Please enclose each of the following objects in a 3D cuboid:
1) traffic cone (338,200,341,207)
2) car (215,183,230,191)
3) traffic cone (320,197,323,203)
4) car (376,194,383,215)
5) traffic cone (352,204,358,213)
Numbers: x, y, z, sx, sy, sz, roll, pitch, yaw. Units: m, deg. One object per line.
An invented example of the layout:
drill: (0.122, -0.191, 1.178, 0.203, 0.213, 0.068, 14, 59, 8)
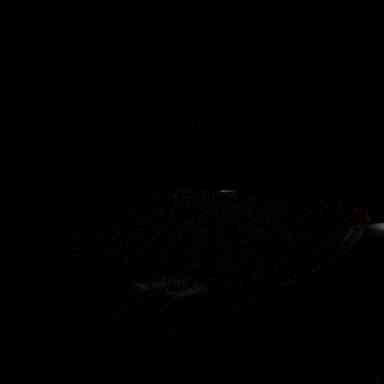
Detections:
traffic cone: (12.245, 0.960, 27.593, 0.340, 0.580, 0.340, -1, 2, 8)
car: (6.539, -1.093, 71.926, 1.837, 1.490, 4.892, -2, 2, -19)
traffic cone: (12.585, 0.780, 32.234, 0.340, 0.580, 0.340, -2, 2, 1)
car: (12.410, 0.777, 19.840, 1.837, 1.490, 4.892, -1, 2, 18)
traffic cone: (11.324, 1.153, 23.033, 0.340, 0.580, 0.340, -1, 2, 15)
